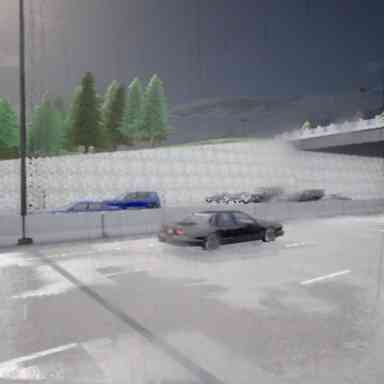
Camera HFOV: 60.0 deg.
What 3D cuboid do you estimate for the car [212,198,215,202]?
[{"bbox_3d":[3.624,0.740,40.616,4.181,1.385,1.994,-1,1,-35],"label":"car"}]

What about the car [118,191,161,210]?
[{"bbox_3d":[-5.448,0.968,30.096,5.566,2.045,2.150,-1,1,-35],"label":"car"}]

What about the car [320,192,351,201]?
[{"bbox_3d":[15.316,1.020,36.067,4.902,1.511,2.128,-1,1,-35],"label":"car"}]

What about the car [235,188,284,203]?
[{"bbox_3d":[7.618,0.439,34.866,5.566,2.045,2.150,-1,1,-35],"label":"car"}]

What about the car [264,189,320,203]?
[{"bbox_3d":[9.656,0.751,32.022,4.902,1.511,2.128,-1,1,-35],"label":"car"}]

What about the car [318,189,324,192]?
[{"bbox_3d":[15.826,0.661,44.915,5.566,2.045,2.150,-1,1,-35],"label":"car"}]

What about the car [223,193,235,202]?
[{"bbox_3d":[5.634,0.701,37.751,4.892,1.490,1.837,-1,1,-35],"label":"car"}]

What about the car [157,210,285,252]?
[{"bbox_3d":[1.276,1.408,13.192,5.357,1.411,2.033,-1,1,-35],"label":"car"}]

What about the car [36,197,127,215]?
[{"bbox_3d":[-6.921,1.330,20.512,5.008,1.535,1.882,-1,1,-35],"label":"car"}]

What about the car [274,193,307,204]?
[{"bbox_3d":[14.278,0.900,48.098,5.008,1.535,1.882,-1,1,-35],"label":"car"}]
